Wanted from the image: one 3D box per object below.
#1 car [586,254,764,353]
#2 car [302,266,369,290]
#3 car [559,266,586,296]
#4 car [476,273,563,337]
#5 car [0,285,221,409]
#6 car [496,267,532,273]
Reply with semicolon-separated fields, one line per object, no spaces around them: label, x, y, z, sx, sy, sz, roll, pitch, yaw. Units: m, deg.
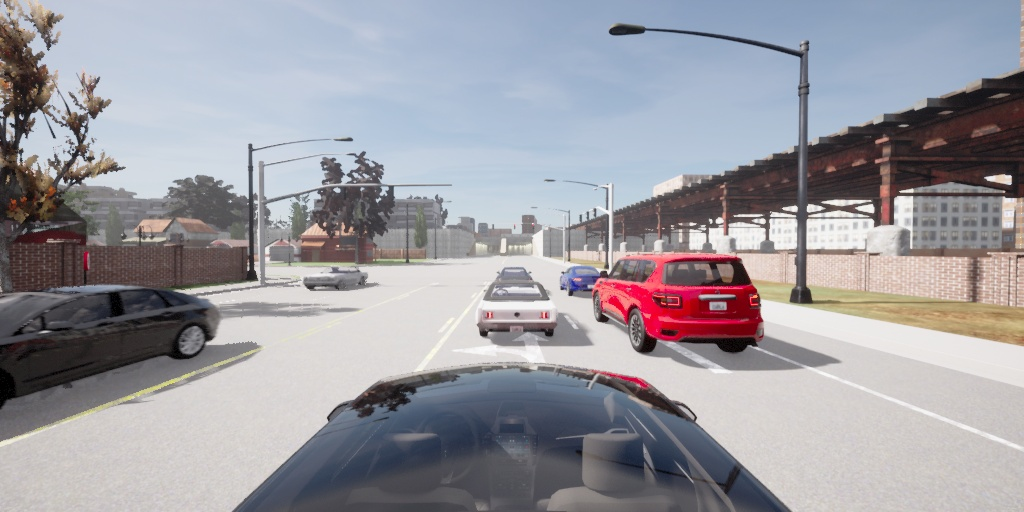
car;3.607;0.961;8.982;2.150;2.045;5.566;0;0;0
car;-10.498;1.277;21.674;1.895;1.301;4.718;0;0;0
car;3.615;1.221;18.683;1.812;1.442;4.674;0;0;0
car;0.107;1.335;10.234;1.895;1.301;4.718;0;0;0
car;-7.091;1.257;5.553;1.837;1.490;4.892;0;0;0
car;0.113;1.255;18.986;1.994;1.385;4.181;0;0;0
